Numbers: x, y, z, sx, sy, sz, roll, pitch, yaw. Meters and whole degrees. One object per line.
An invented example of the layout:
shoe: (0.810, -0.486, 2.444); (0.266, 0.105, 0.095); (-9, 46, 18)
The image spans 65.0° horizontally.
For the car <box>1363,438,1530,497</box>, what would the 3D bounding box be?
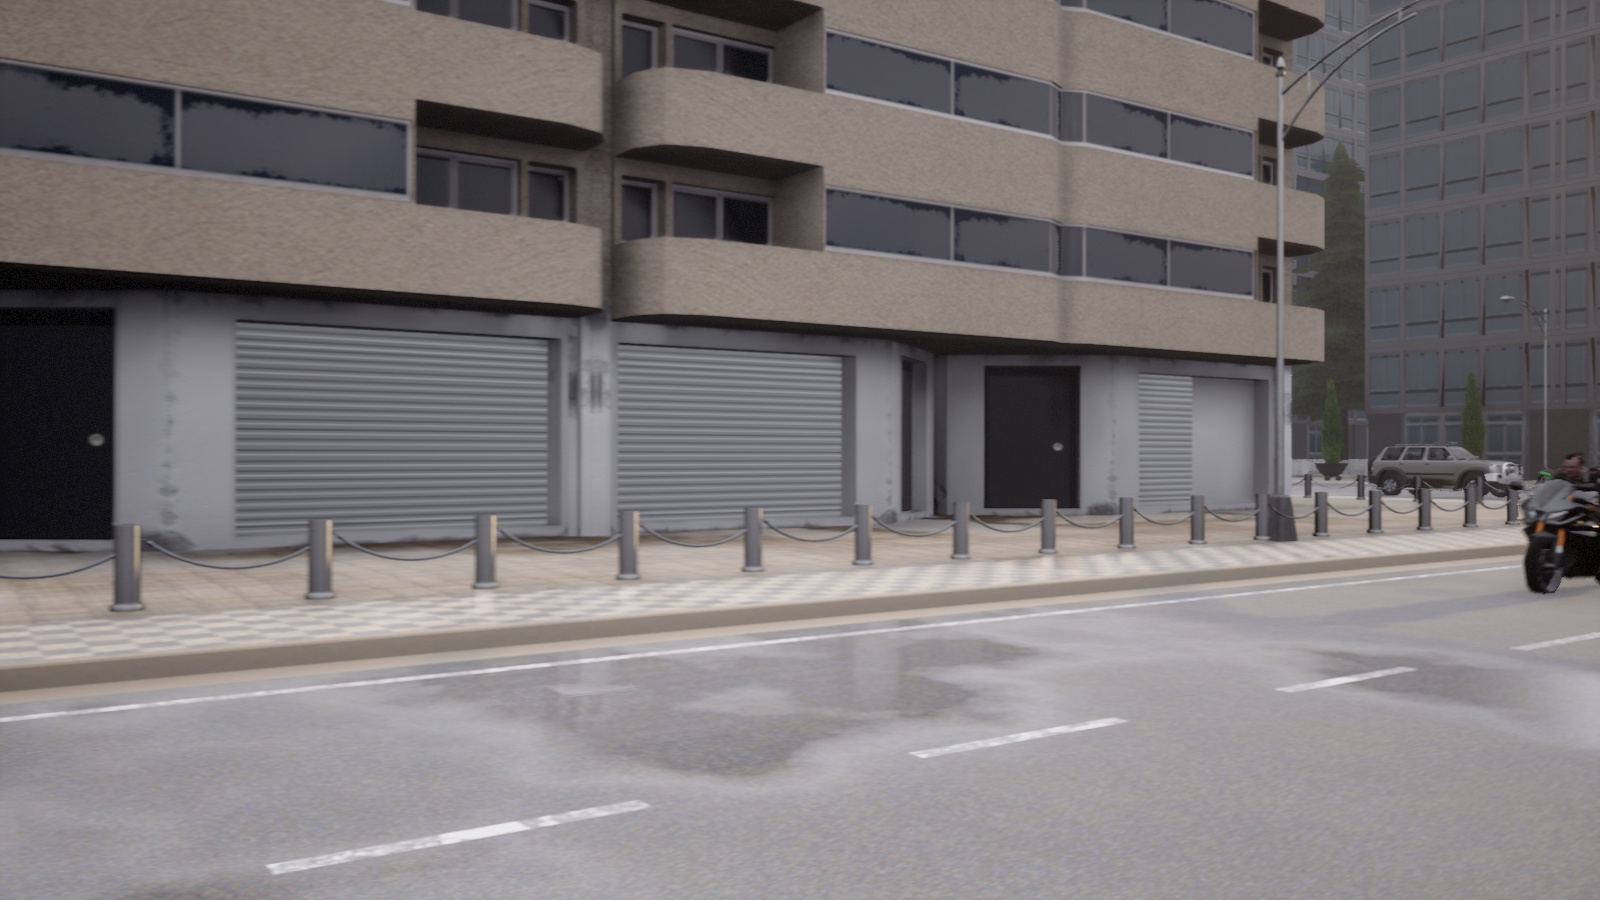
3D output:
car: (21.638, 0.564, 42.194); (1.932, 1.855, 4.605); (0, 0, -35)

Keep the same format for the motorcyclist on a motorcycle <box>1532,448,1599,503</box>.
motorcyclist on a motorcycle: (22.022, 0.712, 35.579); (0.797, 1.523, 2.044); (0, 0, -35)

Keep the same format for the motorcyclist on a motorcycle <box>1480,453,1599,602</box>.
motorcyclist on a motorcycle: (8.487, 0.796, 13.830); (2.191, 1.530, 0.866); (0, 0, -35)
